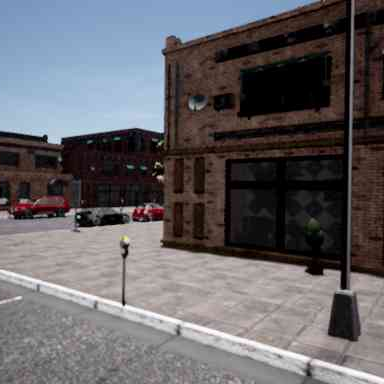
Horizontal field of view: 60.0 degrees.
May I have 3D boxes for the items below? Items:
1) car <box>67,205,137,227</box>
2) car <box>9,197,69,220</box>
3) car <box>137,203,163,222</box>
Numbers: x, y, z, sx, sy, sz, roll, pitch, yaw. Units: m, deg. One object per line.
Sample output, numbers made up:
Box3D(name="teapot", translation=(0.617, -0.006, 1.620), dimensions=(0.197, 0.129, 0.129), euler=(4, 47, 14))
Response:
Box3D(name="car", translation=(-6.488, 1.759, 24.335), dimensions=(1.947, 1.339, 4.313), euler=(1, 0, 36))
Box3D(name="car", translation=(-13.250, 1.361, 29.279), dimensions=(2.192, 1.841, 5.009), euler=(1, 0, 36))
Box3D(name="car", translation=(-3.213, 1.687, 28.815), dimensions=(1.967, 1.590, 4.097), euler=(1, 0, 36))
